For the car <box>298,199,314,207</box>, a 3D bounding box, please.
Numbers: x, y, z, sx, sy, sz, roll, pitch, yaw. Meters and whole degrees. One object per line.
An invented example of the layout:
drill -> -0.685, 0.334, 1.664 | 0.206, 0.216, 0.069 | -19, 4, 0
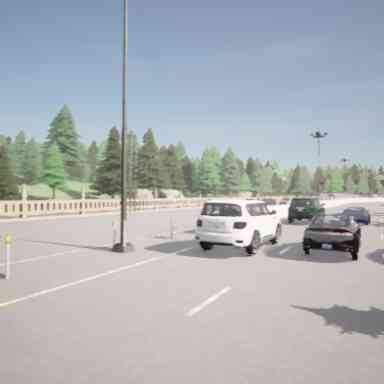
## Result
car -> 21.424, 2.108, 62.414 | 1.994, 1.385, 4.181 | 0, 0, 30

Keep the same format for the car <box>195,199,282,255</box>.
car -> 2.156, 1.322, 14.087 | 2.150, 2.045, 5.566 | 0, 0, 29

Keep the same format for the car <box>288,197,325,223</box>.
car -> 9.387, 1.462, 27.038 | 2.150, 2.045, 5.566 | 0, 0, 30

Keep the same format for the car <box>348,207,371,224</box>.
car -> 12.859, 1.829, 26.056 | 1.994, 1.385, 4.181 | 0, 0, 30

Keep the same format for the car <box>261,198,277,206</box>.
car -> 15.323, 2.008, 65.824 | 1.837, 1.490, 4.892 | 0, 0, 30

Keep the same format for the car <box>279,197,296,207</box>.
car -> 18.397, 1.880, 64.164 | 2.097, 1.767, 4.553 | 0, 0, 30

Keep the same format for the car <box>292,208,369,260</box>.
car -> 5.689, 1.618, 13.233 | 2.128, 1.511, 4.902 | 0, 0, 29
